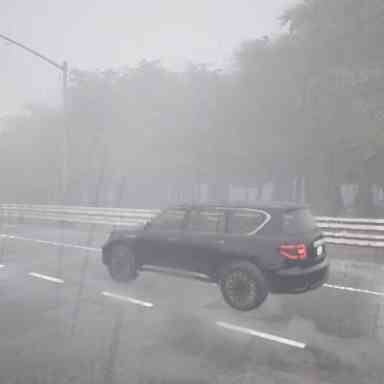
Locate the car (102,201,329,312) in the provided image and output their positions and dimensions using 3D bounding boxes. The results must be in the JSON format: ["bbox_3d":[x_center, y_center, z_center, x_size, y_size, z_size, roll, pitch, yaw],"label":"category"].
[{"bbox_3d":[0.275,1.225,7.972,5.566,2.045,2.150,0,0,36],"label":"car"}]
